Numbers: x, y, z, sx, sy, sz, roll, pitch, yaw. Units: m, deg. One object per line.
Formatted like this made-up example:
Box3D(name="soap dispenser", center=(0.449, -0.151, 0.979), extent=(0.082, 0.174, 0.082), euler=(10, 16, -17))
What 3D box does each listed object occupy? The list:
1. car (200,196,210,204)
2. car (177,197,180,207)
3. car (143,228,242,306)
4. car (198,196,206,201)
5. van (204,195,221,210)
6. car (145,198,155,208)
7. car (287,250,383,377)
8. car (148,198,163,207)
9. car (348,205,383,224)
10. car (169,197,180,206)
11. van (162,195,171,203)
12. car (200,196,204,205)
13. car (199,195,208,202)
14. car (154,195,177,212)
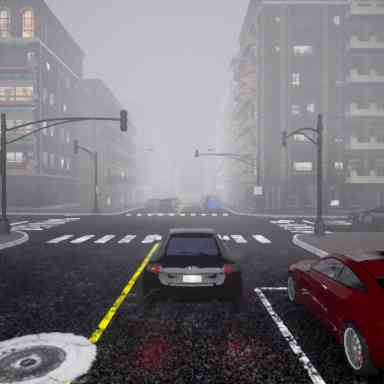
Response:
Box3D(name="car", center=(2.691, 1.675, 70.754), extent=(1.887, 1.381, 4.507), euler=(-1, 0, 0))
Box3D(name="car", center=(-3.089, 1.541, 49.604), extent=(1.882, 1.535, 5.008), euler=(0, 0, 0))
Box3D(name="car", center=(0.009, 1.566, 8.125), extent=(1.994, 1.385, 4.181), euler=(0, 0, 0))
Box3D(name="car", center=(2.765, 1.786, 92.842), extent=(1.947, 1.339, 4.313), euler=(-1, 0, 0))
Box3D(name="van", center=(2.816, 1.390, 43.174), extent=(1.690, 1.788, 3.998), euler=(-1, 0, 0))
Box3D(name="car", center=(-5.836, 1.643, 48.722), extent=(1.802, 1.307, 4.206), euler=(-1, 0, 0))
Box3D(name="car", center=(2.792, 1.583, 5.273), extent=(1.802, 1.307, 4.206), euler=(0, 0, 0))
Box3D(name="car", center=(-5.835, 1.642, 54.244), extent=(1.947, 1.339, 4.313), euler=(-1, 0, 0))
Box3D(name="car", center=(14.609, 1.732, 26.193), extent=(4.181, 1.385, 1.994), euler=(1, 0, 0))
Box3D(name="car", center=(-3.070, 1.618, 59.805), extent=(1.812, 1.442, 4.674), euler=(0, 0, 0))
Box3D(name="van", center=(-5.836, 1.493, 76.337), extent=(1.690, 1.788, 3.998), euler=(-1, 0, 0))
Box3D(name="car", center=(2.727, 1.376, 48.672), extent=(2.192, 1.841, 5.009), euler=(-1, 0, 0))
Box3D(name="car", center=(2.739, 1.613, 81.797), extent=(1.967, 1.590, 4.097), euler=(-1, 0, 0))
Box3D(name="car", center=(-3.067, 1.520, 39.700), extent=(1.882, 1.535, 5.008), euler=(0, 0, -1))
